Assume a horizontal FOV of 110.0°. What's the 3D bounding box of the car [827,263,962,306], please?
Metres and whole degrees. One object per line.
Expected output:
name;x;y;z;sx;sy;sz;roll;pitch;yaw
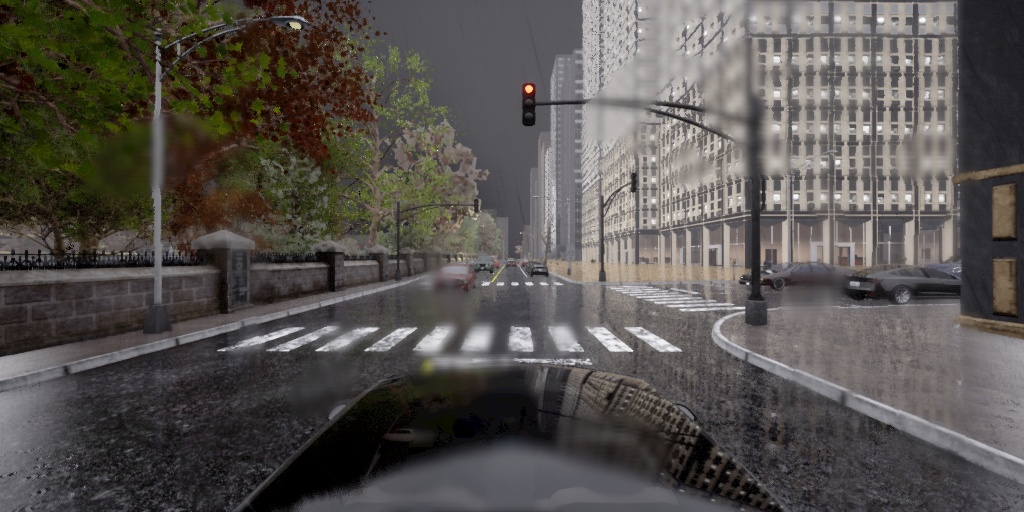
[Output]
car;14.663;1.026;13.160;4.313;1.339;1.948;0;0;0

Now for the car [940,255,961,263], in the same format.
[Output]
car;24.505;0.669;19.025;4.553;1.767;2.097;-1;0;0

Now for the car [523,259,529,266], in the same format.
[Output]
car;2.615;1.334;41.353;1.948;1.339;4.313;0;0;0

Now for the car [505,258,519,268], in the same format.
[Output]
car;-0.116;1.294;62.551;1.837;1.490;4.892;0;0;0

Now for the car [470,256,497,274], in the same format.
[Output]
car;-3.183;0.991;41.506;2.150;2.045;5.566;0;0;0

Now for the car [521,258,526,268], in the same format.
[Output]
car;2.604;1.338;46.985;1.948;1.339;4.313;0;0;0

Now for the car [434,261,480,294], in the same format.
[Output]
car;-3.134;1.233;20.567;1.882;1.535;5.008;0;0;0

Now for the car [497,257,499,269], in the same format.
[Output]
car;-3.181;0.995;57.020;2.150;2.045;5.566;0;1;1

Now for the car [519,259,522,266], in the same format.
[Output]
car;2.573;1.336;63.883;1.888;1.381;4.507;0;0;0

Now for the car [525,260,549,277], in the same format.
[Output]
car;2.625;1.330;35.720;1.948;1.339;4.313;0;0;0

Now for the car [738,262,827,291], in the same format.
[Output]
car;15.107;1.025;18.958;5.357;1.411;2.033;-1;0;0
